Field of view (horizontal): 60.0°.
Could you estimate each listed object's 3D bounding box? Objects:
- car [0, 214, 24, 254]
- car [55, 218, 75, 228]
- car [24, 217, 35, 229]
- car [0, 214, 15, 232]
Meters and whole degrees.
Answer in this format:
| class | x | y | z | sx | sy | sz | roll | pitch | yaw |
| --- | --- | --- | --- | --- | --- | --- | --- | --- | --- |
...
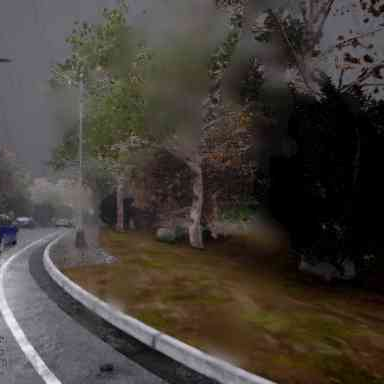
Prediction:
| class | x | y | z | sx | sy | sz | roll | pitch | yaw |
| --- | --- | --- | --- | --- | --- | --- | --- | --- | --- |
| car | -8.906 | 1.738 | 14.437 | 1.882 | 1.535 | 5.008 | 0 | -2 | -18 |
| car | -18.727 | 4.542 | 48.541 | 1.994 | 1.385 | 4.181 | 1 | -5 | -16 |
| car | -19.758 | 3.659 | 39.045 | 1.812 | 1.442 | 4.674 | 1 | -6 | -15 |
| car | -16.814 | 2.656 | 28.432 | 1.837 | 1.490 | 4.892 | 1 | -5 | -15 |
